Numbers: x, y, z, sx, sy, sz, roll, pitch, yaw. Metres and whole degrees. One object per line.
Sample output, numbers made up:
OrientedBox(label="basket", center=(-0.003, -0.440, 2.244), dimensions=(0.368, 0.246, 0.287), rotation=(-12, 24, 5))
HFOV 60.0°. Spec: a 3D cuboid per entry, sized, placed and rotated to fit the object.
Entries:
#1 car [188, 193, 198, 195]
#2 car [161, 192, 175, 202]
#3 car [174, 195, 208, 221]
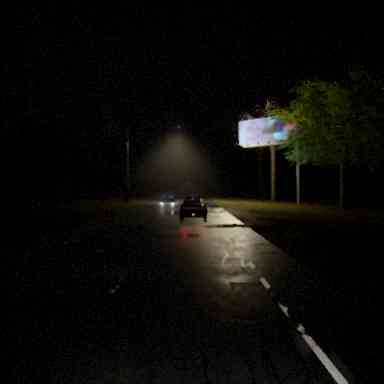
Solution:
OrientedBox(label="car", center=(0.100, 0.868, 41.845), dimensions=(2.033, 1.411, 5.357), rotation=(0, 1, 0))
OrientedBox(label="car", center=(-3.501, 0.685, 49.276), dimensions=(1.812, 1.442, 4.674), rotation=(0, 1, 0))
OrientedBox(label="car", center=(0.101, 1.198, 23.751), dimensions=(2.128, 1.511, 4.902), rotation=(0, 1, 0))
